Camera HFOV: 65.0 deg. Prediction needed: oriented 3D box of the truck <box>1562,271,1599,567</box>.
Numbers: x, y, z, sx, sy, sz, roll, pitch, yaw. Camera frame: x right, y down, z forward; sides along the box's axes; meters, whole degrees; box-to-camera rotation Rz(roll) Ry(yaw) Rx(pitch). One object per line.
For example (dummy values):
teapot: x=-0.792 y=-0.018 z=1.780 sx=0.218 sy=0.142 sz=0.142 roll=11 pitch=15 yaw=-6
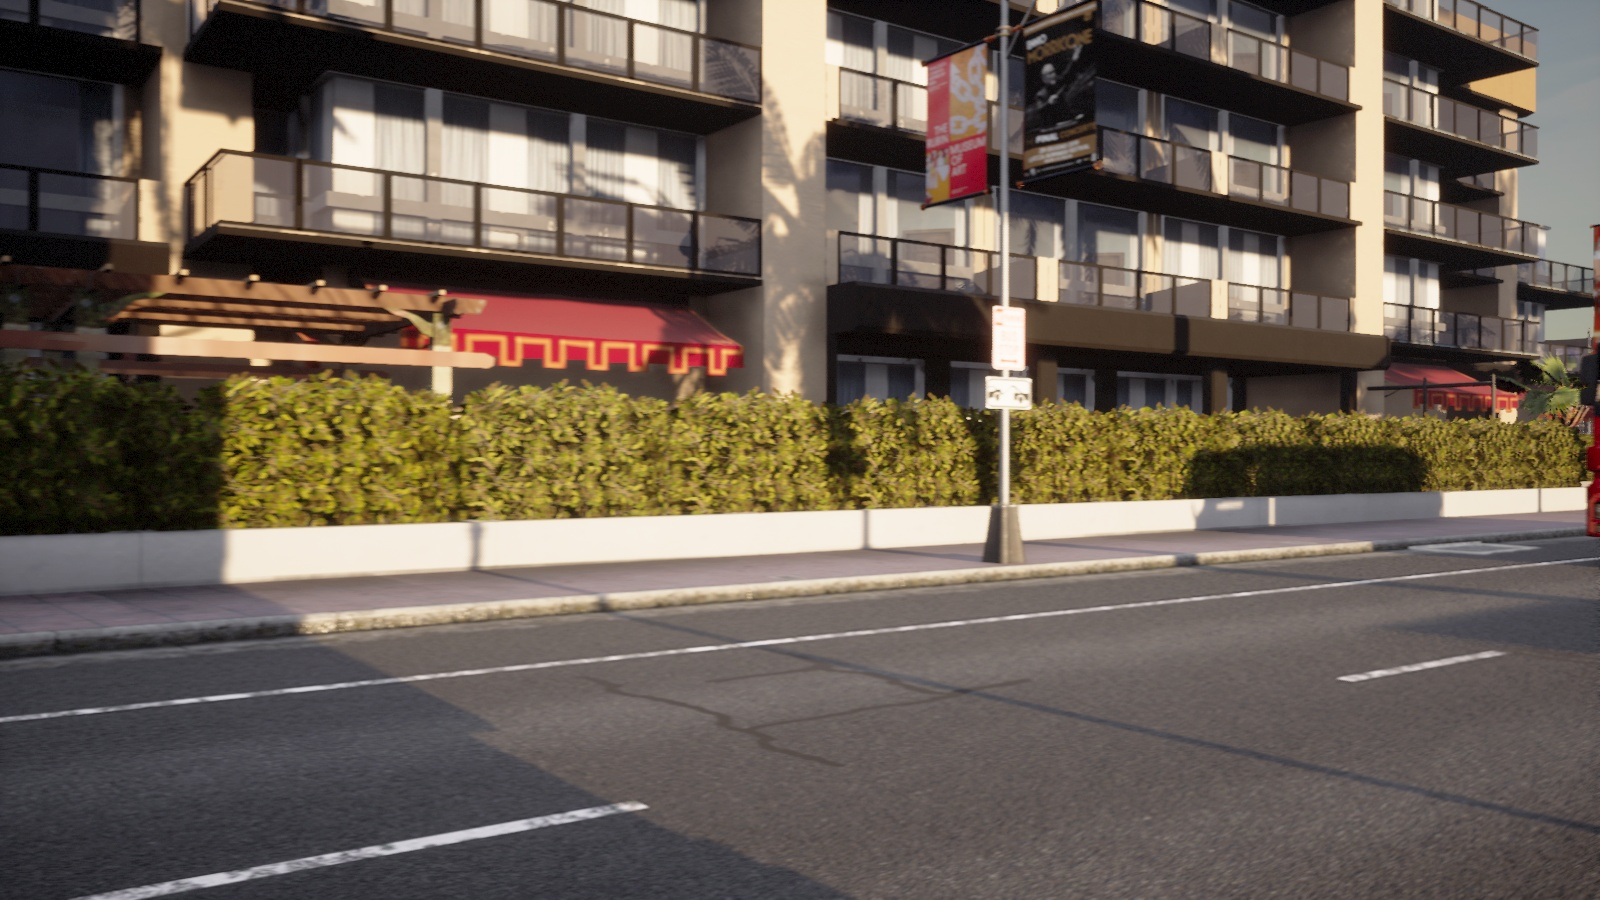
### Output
truck: x=14.335 y=-0.406 z=17.903 sx=8.468 sy=3.827 sz=2.891 roll=0 pitch=0 yaw=-36
